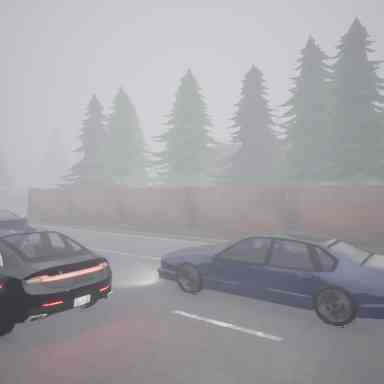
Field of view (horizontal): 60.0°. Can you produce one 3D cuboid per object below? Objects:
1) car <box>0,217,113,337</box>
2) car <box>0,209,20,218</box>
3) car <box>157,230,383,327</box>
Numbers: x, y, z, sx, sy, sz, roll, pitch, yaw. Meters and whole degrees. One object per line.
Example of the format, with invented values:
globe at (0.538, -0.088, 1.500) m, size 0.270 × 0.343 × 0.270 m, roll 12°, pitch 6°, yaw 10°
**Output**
car at (-3.690, 1.492, 6.643) m, size 4.902 × 1.511 × 2.128 m, roll 0°, pitch 0°, yaw 36°
car at (-9.370, 1.477, 15.033) m, size 5.008 × 1.535 × 1.882 m, roll 0°, pitch 0°, yaw 36°
car at (1.796, 1.548, 7.016) m, size 5.357 × 1.411 × 2.033 m, roll 0°, pitch 0°, yaw 36°
